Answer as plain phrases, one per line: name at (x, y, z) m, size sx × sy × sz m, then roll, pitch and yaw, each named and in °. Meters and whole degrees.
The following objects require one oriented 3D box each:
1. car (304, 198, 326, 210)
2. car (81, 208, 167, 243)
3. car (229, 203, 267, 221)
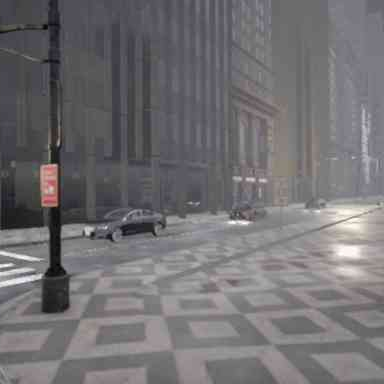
car at (16.710, 1.607, 44.992) m, size 1.837 × 1.490 × 4.892 m, roll -1°, pitch 0°, yaw 36°
car at (-3.329, 1.613, 17.127) m, size 2.128 × 1.511 × 4.902 m, roll -1°, pitch 0°, yaw 36°
car at (4.867, 1.678, 28.585) m, size 1.994 × 1.385 × 4.181 m, roll -1°, pitch 0°, yaw 36°
